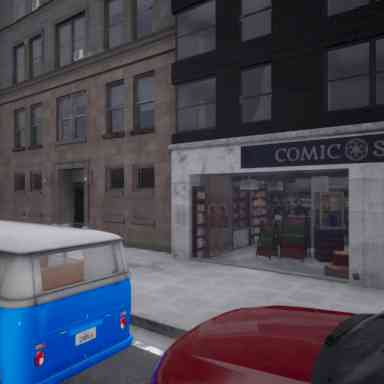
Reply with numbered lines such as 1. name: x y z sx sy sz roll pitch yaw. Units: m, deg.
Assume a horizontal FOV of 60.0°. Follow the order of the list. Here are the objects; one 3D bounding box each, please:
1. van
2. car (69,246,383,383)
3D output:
1. van: -2.665 1.341 4.718 3.998 1.788 1.690 0 0 36
2. car: 1.955 1.315 1.415 5.009 1.841 2.192 0 0 36
